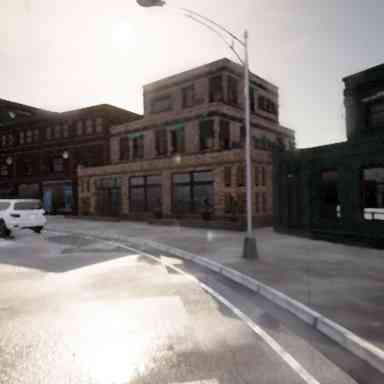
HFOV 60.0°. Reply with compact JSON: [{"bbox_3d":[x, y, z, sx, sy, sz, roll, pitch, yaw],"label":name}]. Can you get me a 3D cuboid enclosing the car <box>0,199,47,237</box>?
[{"bbox_3d":[-10.997,1.455,19.924,5.566,2.045,2.150,-1,-1,36],"label":"car"}]
